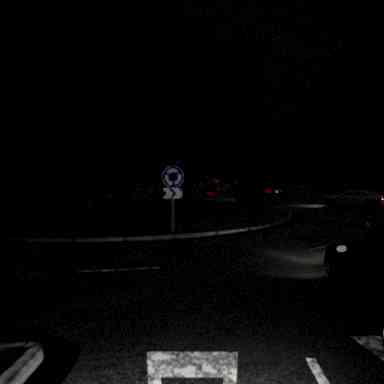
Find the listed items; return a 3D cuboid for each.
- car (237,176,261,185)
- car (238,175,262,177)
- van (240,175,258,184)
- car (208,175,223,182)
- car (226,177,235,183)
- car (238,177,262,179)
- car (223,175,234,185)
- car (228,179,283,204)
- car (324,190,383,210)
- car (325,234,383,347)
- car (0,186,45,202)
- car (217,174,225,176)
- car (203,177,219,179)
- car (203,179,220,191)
[{"bbox_3d":[13.122,-2.673,76.710,5.566,2.045,2.435,0,4,9],"label":"car"},{"bbox_3d":[12.293,-2.186,71.291,4.553,1.767,2.185,0,4,9],"label":"car"},{"bbox_3d":[14.555,-3.195,84.618,4.442,1.987,1.878,0,4,11],"label":"van"},{"bbox_3d":[5.535,-2.537,78.823,1.882,1.535,5.008,0,4,10],"label":"car"},{"bbox_3d":[10.429,-3.325,89.167,1.994,1.385,4.181,1,4,12],"label":"car"},{"bbox_3d":[11.838,-1.880,68.588,4.892,1.521,2.231,0,4,9],"label":"car"},{"bbox_3d":[8.604,-2.545,78.991,1.837,1.490,4.892,0,4,10],"label":"car"},{"bbox_3d":[6.312,-0.012,32.303,2.150,2.045,5.566,-1,3,-29],"label":"car"},{"bbox_3d":[12.906,0.554,26.309,1.812,1.442,4.674,-3,4,-44],"label":"car"},{"bbox_3d":[3.602,1.395,5.372,1.882,1.535,5.008,0,2,8],"label":"car"},{"bbox_3d":[-17.595,0.187,33.954,2.128,1.511,4.902,2,3,43],"label":"car"},{"bbox_3d":[7.317,-3.379,88.914,1.837,1.490,4.892,1,4,12],"label":"car"},{"bbox_3d":[3.867,-1.774,67.275,1.882,1.535,5.008,0,3,9],"label":"car"},{"bbox_3d":[3.043,-0.924,54.402,1.837,1.490,4.892,0,4,1],"label":"car"}]
